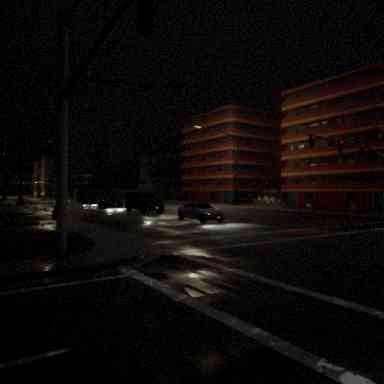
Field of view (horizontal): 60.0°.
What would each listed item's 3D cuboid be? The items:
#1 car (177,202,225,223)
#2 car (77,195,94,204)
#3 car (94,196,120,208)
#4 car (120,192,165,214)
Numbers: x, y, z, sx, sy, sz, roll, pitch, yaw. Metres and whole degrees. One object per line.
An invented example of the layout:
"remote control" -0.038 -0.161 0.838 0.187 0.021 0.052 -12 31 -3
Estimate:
"car" 0.592 1.510 25.556 1.812 1.442 4.674 0 0 -34
"car" -15.622 1.080 49.399 1.994 1.385 4.181 1 1 -34
"car" -10.190 1.248 41.401 1.994 1.385 4.181 1 1 -34
"car" -4.858 1.069 33.576 2.150 2.045 5.566 1 1 -35
